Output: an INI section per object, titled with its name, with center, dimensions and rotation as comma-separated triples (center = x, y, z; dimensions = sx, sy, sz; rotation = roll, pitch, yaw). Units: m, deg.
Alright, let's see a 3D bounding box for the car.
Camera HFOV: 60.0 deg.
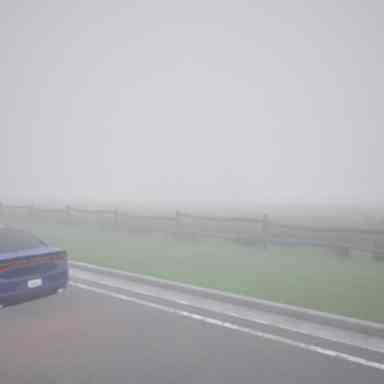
[car]
center = -4.805, 1.450, 7.384
dimensions = 5.008, 1.535, 1.882
rotation = 1, 0, 36
